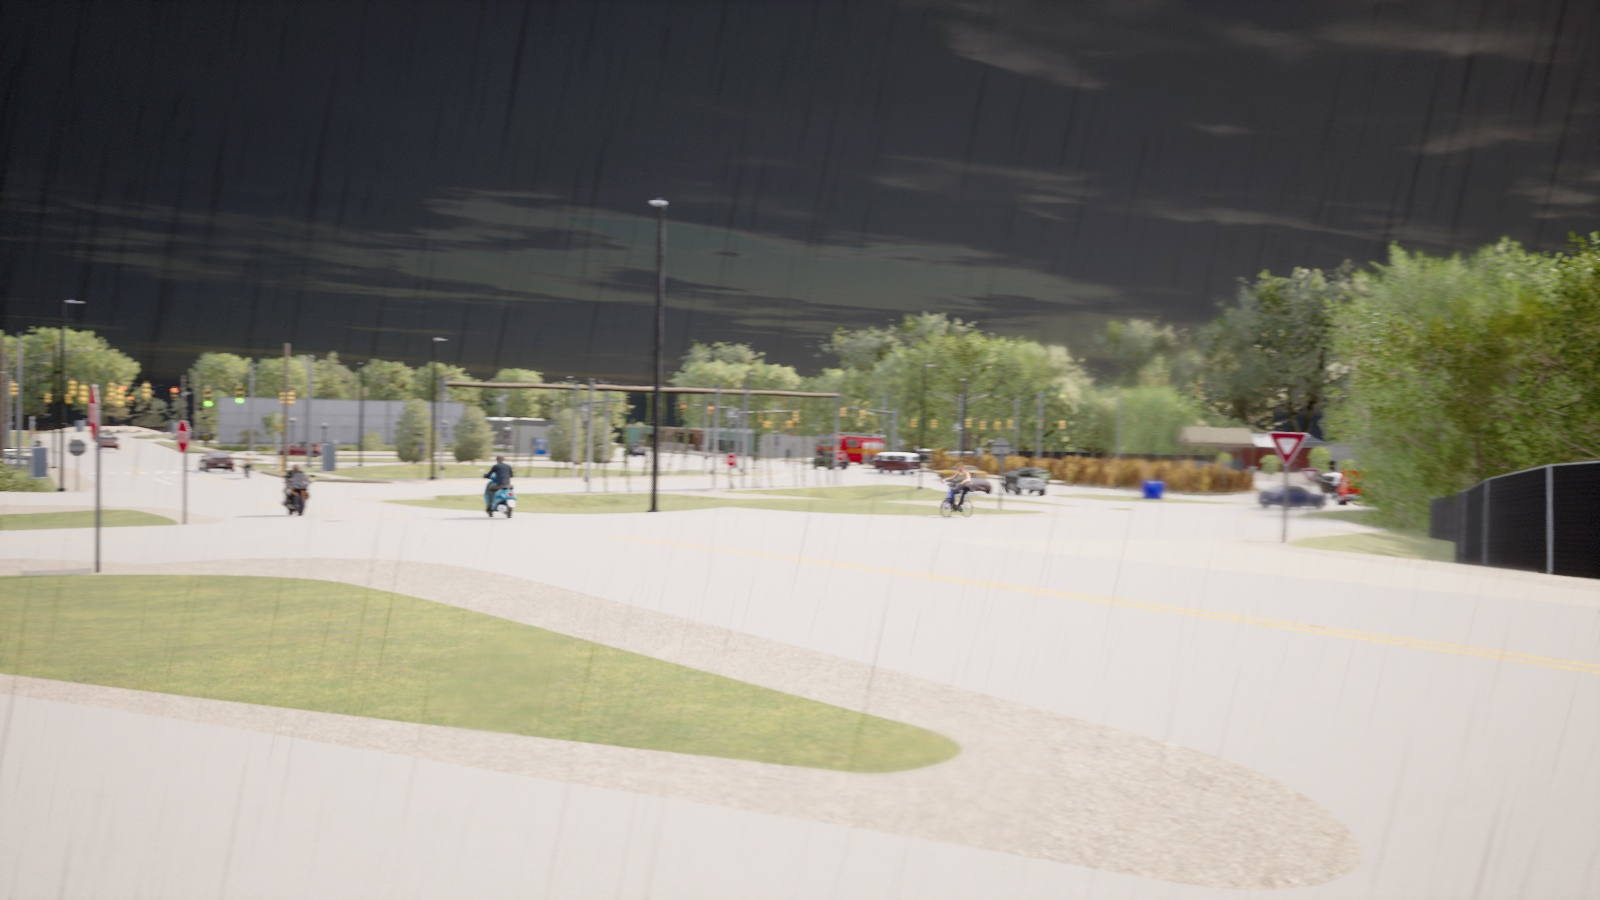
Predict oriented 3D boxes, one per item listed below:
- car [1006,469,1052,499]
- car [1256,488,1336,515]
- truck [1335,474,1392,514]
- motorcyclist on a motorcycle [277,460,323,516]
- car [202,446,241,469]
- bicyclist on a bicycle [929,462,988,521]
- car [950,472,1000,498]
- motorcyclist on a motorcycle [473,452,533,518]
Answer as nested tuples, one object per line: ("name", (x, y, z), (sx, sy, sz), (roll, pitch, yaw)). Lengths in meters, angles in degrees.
("car", (15.600, 2.311, 85.791), (1.932, 1.855, 4.605), (2, 0, -5))
("car", (29.671, 3.088, 75.092), (4.674, 1.442, 1.812), (1, 1, -28))
("truck", (38.344, 3.008, 85.590), (2.627, 2.467, 5.204), (2, -3, 14))
("motorcyclist on a motorcycle", (-14.360, 1.082, 36.035), (0.866, 1.530, 2.191), (1, -1, -31))
("car", (-40.247, 0.501, 87.310), (1.812, 1.442, 4.674), (1, 1, -33))
("bicyclist on a bicycle", (4.535, 1.188, 35.860), (1.509, 1.612, 0.866), (3, -1, -45))
("car", (11.849, 2.361, 85.292), (1.816, 1.474, 4.193), (2, 1, -14))
("motorcyclist on a motorcycle", (-7.467, 0.872, 31.507), (0.866, 1.590, 1.817), (1, -2, -33))
